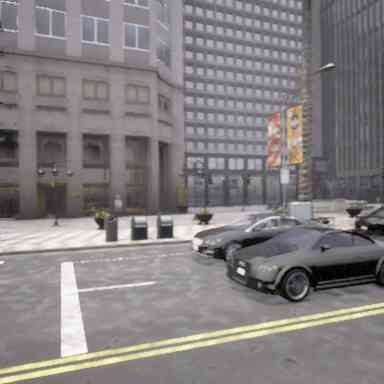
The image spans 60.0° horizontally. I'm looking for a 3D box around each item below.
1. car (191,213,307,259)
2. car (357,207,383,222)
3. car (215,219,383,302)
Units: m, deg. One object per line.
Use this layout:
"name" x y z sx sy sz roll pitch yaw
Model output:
"car" 2.409 1.515 11.667 4.902 1.511 2.128 -1 0 -21
"car" 11.249 1.460 18.281 4.786 1.482 2.161 -1 0 -21
"car" 2.968 1.567 8.138 4.181 1.385 1.994 -1 0 -21
